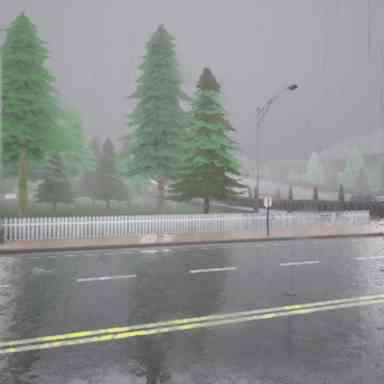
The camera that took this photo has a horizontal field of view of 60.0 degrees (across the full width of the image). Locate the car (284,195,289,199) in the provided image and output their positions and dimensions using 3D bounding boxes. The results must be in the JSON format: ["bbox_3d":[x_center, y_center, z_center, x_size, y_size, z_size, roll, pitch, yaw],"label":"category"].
[{"bbox_3d":[14.342,1.031,54.880,2.033,1.411,5.357,0,4,-21],"label":"car"}]

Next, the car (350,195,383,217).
[{"bbox_3d":[18.583,1.371,33.908,2.150,2.045,5.566,0,0,-21],"label":"car"}]

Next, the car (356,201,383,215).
[{"bbox_3d":[20.982,1.727,37.432,1.994,1.385,4.181,0,0,-21],"label":"car"}]

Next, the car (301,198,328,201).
[{"bbox_3d":[15.198,1.585,42.761,1.812,1.442,4.674,0,1,-21],"label":"car"}]

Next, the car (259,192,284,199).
[{"bbox_3d":[11.732,0.948,51.912,2.097,1.767,4.553,0,4,-21],"label":"car"}]

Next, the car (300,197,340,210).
[{"bbox_3d":[17.658,1.555,46.132,2.033,1.411,5.357,0,2,-21],"label":"car"}]
